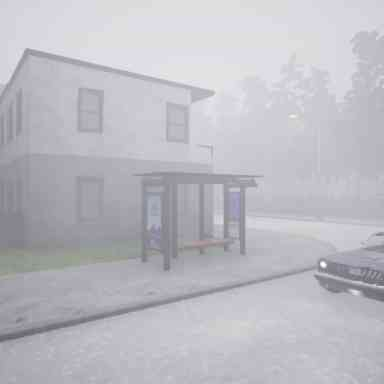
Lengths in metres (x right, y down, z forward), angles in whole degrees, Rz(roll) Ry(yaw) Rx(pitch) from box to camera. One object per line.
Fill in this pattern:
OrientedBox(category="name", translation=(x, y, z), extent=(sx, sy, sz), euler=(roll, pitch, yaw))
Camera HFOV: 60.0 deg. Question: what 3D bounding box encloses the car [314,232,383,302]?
OrientedBox(category="car", translation=(4.911, 1.601, 7.629), extent=(4.718, 1.301, 1.895), euler=(0, 0, -36))
